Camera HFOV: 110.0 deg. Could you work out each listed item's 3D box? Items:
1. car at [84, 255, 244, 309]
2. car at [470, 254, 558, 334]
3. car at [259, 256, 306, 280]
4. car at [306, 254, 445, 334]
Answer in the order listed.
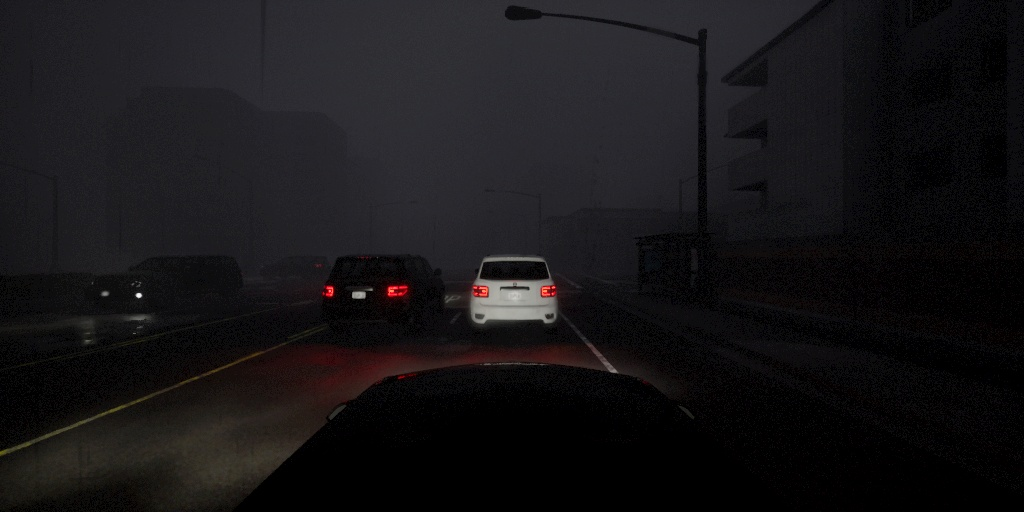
[{"bbox_3d":[-14.144,0.976,15.192,2.150,2.045,5.566,0,0,-1],"label":"car"},{"bbox_3d":[0.026,0.972,10.756,2.150,2.045,5.566,0,0,-1],"label":"car"},{"bbox_3d":[-18.592,0.993,30.910,5.566,2.045,2.150,0,0,3],"label":"car"},{"bbox_3d":[-3.471,0.971,10.733,2.150,2.045,5.566,0,0,-1],"label":"car"}]
